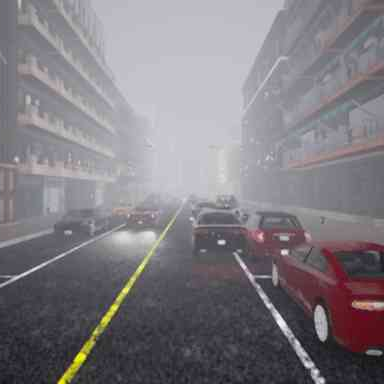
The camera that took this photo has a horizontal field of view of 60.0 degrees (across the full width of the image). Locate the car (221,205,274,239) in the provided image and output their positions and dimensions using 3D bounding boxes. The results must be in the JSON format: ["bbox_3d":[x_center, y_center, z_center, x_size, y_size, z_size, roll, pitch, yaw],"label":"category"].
[{"bbox_3d":[2.736,1.455,17.372,2.008,1.369,4.403,0,0,0],"label":"car"}]

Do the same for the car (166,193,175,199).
[{"bbox_3d":[-5.466,0.947,85.033,1.967,1.590,4.097,0,0,0],"label":"car"}]

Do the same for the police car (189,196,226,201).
[{"bbox_3d":[0.959,1.297,22.983,1.930,1.638,5.238,0,0,0],"label":"police car"}]

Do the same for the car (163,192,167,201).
[{"bbox_3d":[-5.554,1.023,51.215,2.192,1.841,5.009,0,0,0],"label":"car"}]

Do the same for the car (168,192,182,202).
[{"bbox_3d":[-2.862,1.191,62.415,2.033,1.411,5.357,0,0,1],"label":"car"}]

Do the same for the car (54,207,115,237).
[{"bbox_3d":[-5.645,1.468,17.397,1.947,1.339,4.313,0,0,0],"label":"car"}]

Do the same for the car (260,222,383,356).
[{"bbox_3d":[2.706,1.511,6.100,1.887,1.381,4.507,0,0,0],"label":"car"}]

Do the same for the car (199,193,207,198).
[{"bbox_3d":[2.929,1.019,90.644,1.887,1.381,4.507,0,0,0],"label":"car"}]

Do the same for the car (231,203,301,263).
[{"bbox_3d":[2.721,1.375,11.736,1.967,1.590,4.097,0,0,0],"label":"car"}]

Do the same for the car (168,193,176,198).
[{"bbox_3d":[-5.451,1.017,90.671,1.887,1.381,4.507,0,0,0],"label":"car"}]

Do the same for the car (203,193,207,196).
[{"bbox_3d":[2.900,1.066,79.542,1.752,1.417,4.829,0,0,0],"label":"car"}]

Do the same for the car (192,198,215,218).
[{"bbox_3d":[0.901,1.344,28.873,1.837,1.490,4.892,0,0,0],"label":"car"}]

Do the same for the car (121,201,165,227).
[{"bbox_3d":[-3.045,1.478,21.850,1.895,1.301,4.718,0,0,0],"label":"car"}]

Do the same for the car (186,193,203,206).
[{"bbox_3d":[0.128,1.216,48.528,2.128,1.511,4.902,0,0,0],"label":"car"}]

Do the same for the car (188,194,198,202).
[{"bbox_3d":[0.166,1.114,63.423,1.882,1.535,5.008,0,0,0],"label":"car"}]

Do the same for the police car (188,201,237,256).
[{"bbox_3d":[0.933,1.353,12.983,1.930,1.638,5.238,0,0,0],"label":"police car"}]

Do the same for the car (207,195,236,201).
[{"bbox_3d":[2.767,1.155,28.644,2.192,1.841,5.009,0,0,0],"label":"car"}]

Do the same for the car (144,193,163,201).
[{"bbox_3d":[-5.570,1.181,45.580,1.967,1.590,4.097,0,0,0],"label":"car"}]

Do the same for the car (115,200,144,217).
[{"bbox_3d":[-5.615,1.365,28.500,1.752,1.417,4.829,0,0,0],"label":"car"}]
